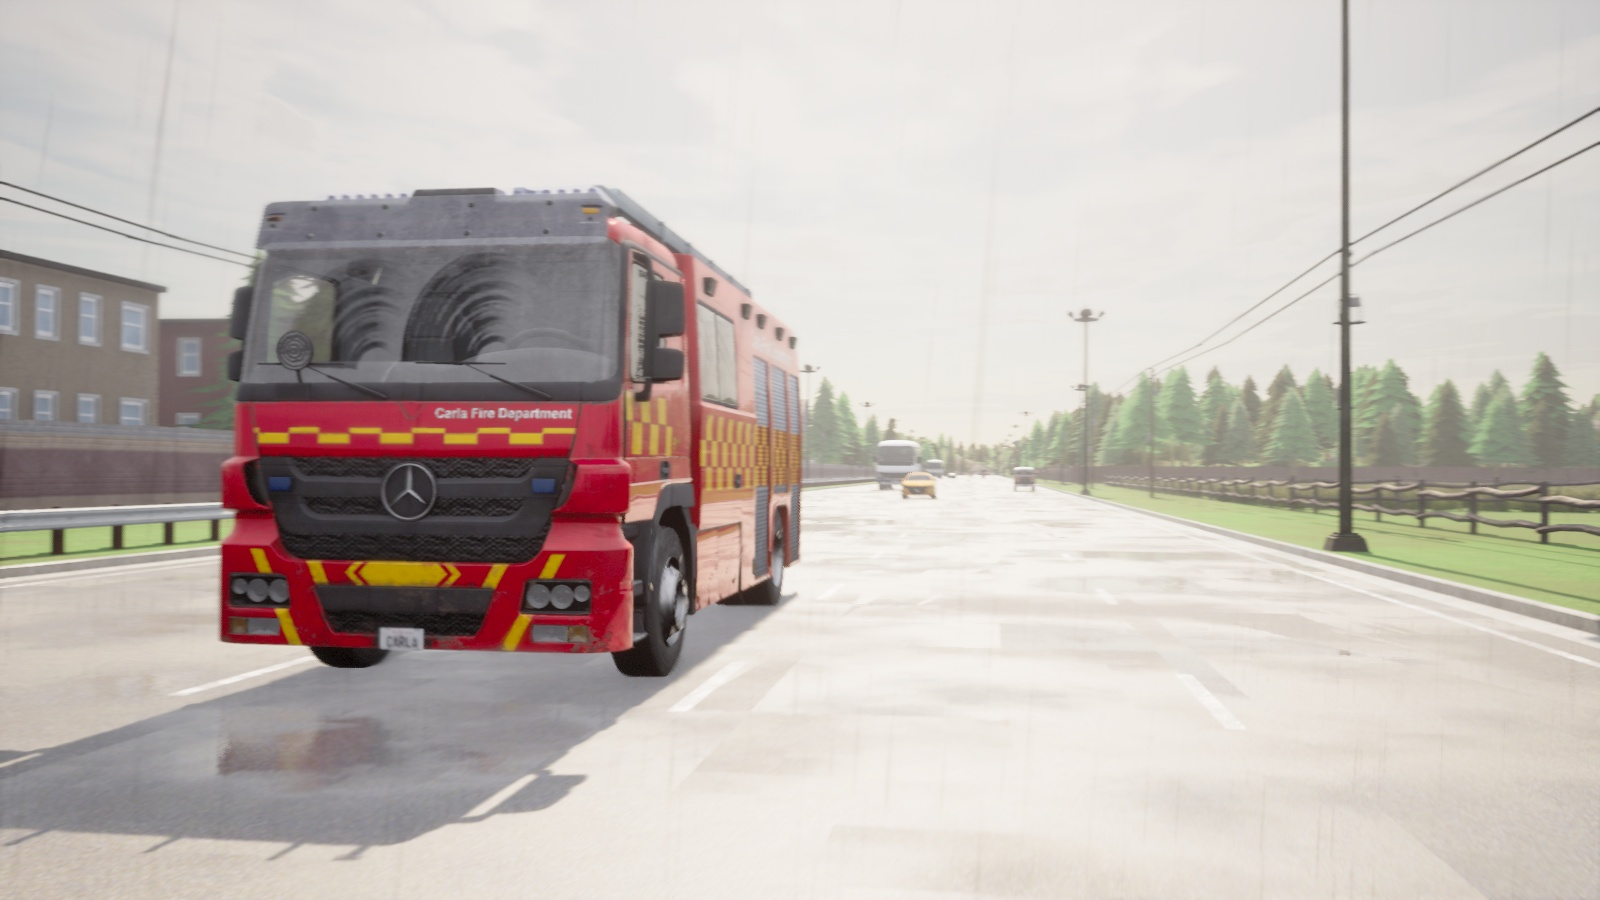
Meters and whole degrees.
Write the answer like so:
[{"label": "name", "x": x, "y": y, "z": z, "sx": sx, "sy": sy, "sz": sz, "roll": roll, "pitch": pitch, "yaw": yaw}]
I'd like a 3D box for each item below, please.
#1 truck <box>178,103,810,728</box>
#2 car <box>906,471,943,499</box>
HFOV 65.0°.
[{"label": "truck", "x": -1.938, "y": -0.144, "z": 12.079, "sx": 2.891, "sy": 3.827, "sz": 8.468, "roll": 0, "pitch": -1, "yaw": 9}, {"label": "car", "x": 7.271, "y": 2.008, "z": 72.819, "sx": 1.882, "sy": 1.535, "sz": 5.008, "roll": 0, "pitch": -1, "yaw": 9}]
